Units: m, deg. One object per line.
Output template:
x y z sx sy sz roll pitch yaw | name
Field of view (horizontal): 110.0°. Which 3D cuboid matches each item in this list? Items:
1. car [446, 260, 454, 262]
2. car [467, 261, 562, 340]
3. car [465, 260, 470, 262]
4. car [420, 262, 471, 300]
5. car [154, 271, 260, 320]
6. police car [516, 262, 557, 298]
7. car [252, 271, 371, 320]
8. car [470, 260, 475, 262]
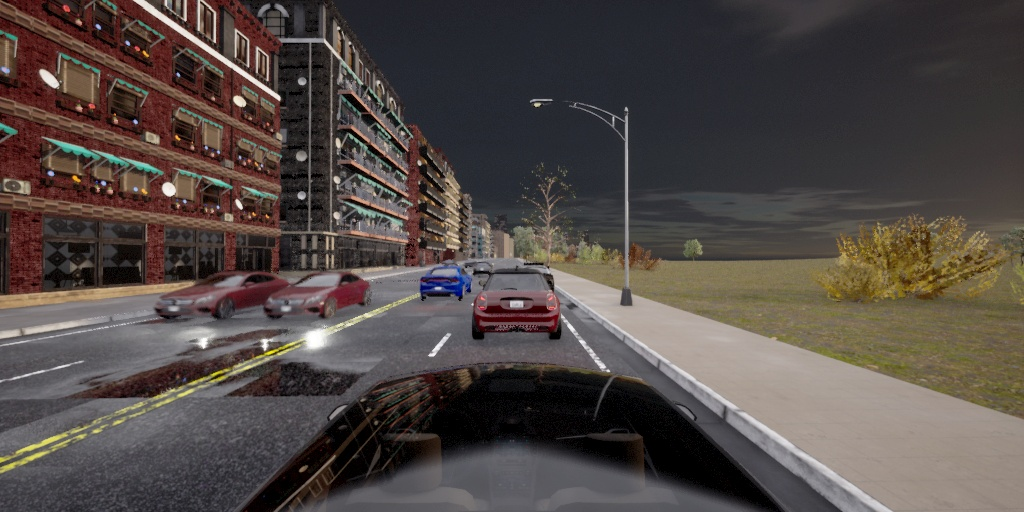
-9.718 1.289 55.707 2.033 1.411 5.357 0 0 0 | car
0.114 1.102 10.170 2.097 1.767 4.553 0 0 0 | car
-6.469 1.289 55.707 2.033 1.411 5.357 0 0 0 | car
-3.115 1.227 17.661 1.882 1.535 5.008 0 0 0 | car
-9.825 1.275 12.751 1.812 1.442 4.674 0 0 0 | car
1.177 1.174 19.666 1.930 1.638 5.238 0 0 0 | police car
-6.577 1.275 12.768 1.812 1.442 4.674 0 0 0 | car
-3.064 1.310 38.915 1.994 1.385 4.181 0 0 0 | car
